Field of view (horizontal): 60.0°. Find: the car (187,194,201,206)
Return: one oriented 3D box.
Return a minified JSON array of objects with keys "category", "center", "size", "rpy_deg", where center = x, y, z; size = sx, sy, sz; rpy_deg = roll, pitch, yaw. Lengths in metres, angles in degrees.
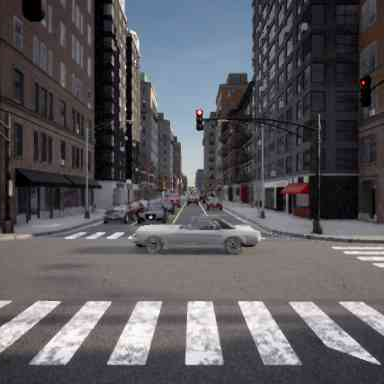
[{"category":"car","center":[0.127,1.472,54.884],"size":[1.837,1.490,4.892],"rpy_deg":[0,0,0]}]

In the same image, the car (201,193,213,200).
[{"category":"car","center":[3.065,1.190,61.823],"size":[2.150,2.045,5.566],"rpy_deg":[0,0,0]}]

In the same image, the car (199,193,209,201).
[{"category":"car","center":[2.744,1.265,79.288],"size":[2.192,1.841,5.009],"rpy_deg":[0,0,0]}]

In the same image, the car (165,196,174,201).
[{"category":"car","center":[-5.279,1.532,79.302],"size":[1.802,1.307,4.206],"rpy_deg":[0,0,0]}]

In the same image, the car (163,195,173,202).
[{"category":"car","center":[-5.287,1.478,73.679],"size":[1.752,1.417,4.829],"rpy_deg":[0,0,0]}]

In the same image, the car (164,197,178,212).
[{"category":"car","center":[-2.799,1.548,34.702],"size":[1.994,1.385,4.181],"rpy_deg":[0,0,0]}]

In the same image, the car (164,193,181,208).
[{"category":"car","center":[-2.768,1.197,47.942],"size":[2.150,2.045,5.566],"rpy_deg":[0,0,0]}]

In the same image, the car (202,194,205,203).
[{"category":"car","center":[3.095,1.471,54.793],"size":[1.837,1.490,4.892],"rpy_deg":[0,0,0]}]

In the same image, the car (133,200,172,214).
[{"category":"car","center":[-2.815,1.554,24.728],"size":[1.994,1.385,4.181],"rpy_deg":[0,0,0]}]

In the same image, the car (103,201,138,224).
[{"category":"car","center":[-5.354,1.540,24.764],"size":[2.008,1.369,4.403],"rpy_deg":[0,0,0]}]

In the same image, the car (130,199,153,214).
[{"category":"car","center":[-5.339,1.509,35.502],"size":[1.752,1.417,4.829],"rpy_deg":[0,0,0]}]

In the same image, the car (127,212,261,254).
[{"category":"car","center":[0.140,1.606,12.863],"size":[4.718,1.301,1.895],"rpy_deg":[0,0,0]}]

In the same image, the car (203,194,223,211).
[{"category":"car","center":[2.694,1.419,41.108],"size":[1.967,1.590,4.097],"rpy_deg":[0,0,0]}]
